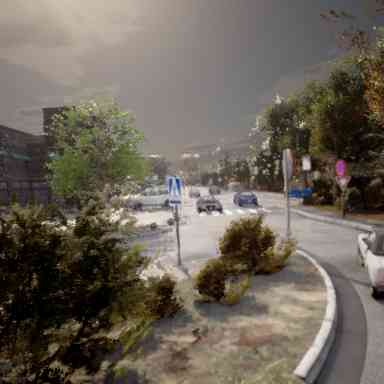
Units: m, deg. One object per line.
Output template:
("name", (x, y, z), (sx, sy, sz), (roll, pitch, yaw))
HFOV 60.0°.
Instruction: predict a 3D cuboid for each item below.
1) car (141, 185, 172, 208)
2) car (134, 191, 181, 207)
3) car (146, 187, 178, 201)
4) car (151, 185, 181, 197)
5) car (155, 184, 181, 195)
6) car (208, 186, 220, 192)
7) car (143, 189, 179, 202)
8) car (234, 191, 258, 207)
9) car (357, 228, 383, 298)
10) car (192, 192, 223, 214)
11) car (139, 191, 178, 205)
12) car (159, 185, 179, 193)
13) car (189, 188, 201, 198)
("car", (-4.206, 0.751, 35.069), (5.566, 2.045, 2.435), (-4, 2, -22))
("car", (-4.216, 0.789, 41.170), (5.366, 1.575, 1.946), (-4, 2, -22))
("car", (-4.841, 0.296, 53.093), (4.553, 1.767, 2.185), (-4, 2, -22))
("car", (-5.275, -0.311, 68.108), (5.566, 2.045, 2.435), (-4, 2, -22))
("car", (-5.573, -0.586, 77.115), (5.566, 2.045, 2.435), (-5, 2, -22))
("car", (4.262, -0.400, 64.050), (2.128, 1.511, 4.902), (-3, 2, -2))
("car", (-4.693, 0.515, 50.098), (5.008, 1.535, 2.097), (-5, 2, -22))
("car", (5.353, 0.611, 33.521), (1.812, 1.442, 4.674), (-3, 2, -1))
("car", (5.083, 1.482, 7.846), (1.895, 1.301, 4.718), (-2, 0, 23))
("car", (1.410, 1.021, 28.473), (1.994, 1.385, 4.181), (-3, 2, -3))
("car", (-4.498, 0.749, 44.104), (4.674, 1.452, 2.002), (-5, 2, -22))
("car", (-5.898, -0.725, 86.085), (4.553, 1.767, 2.185), (-4, 2, -22))
("car", (0.463, 0.158, 54.110), (1.812, 1.442, 4.674), (-3, 2, -2))
